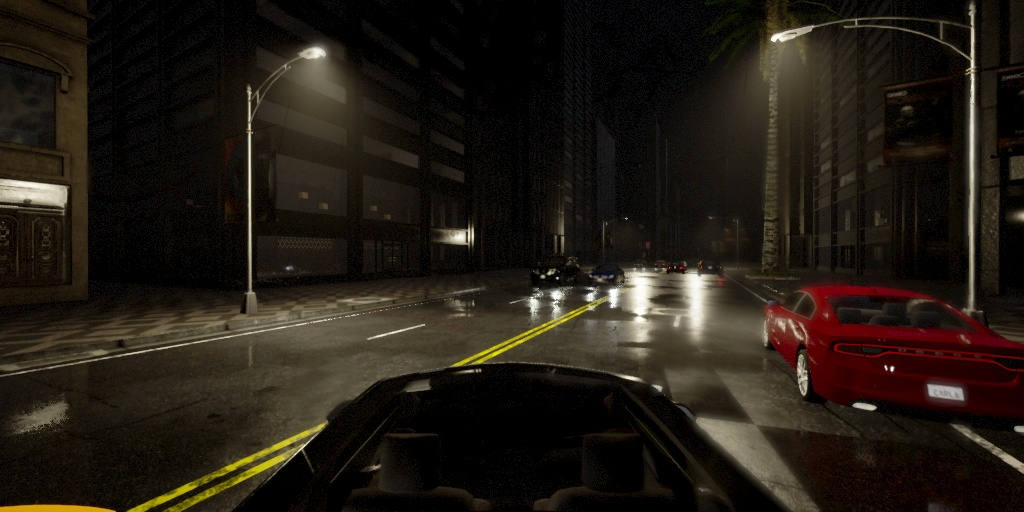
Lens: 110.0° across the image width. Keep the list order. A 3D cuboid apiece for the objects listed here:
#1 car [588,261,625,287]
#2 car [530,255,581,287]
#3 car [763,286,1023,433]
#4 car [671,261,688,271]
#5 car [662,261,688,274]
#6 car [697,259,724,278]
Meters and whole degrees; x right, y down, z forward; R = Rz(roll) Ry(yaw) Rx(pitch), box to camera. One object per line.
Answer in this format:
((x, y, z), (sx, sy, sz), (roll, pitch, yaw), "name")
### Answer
((6.675, 1.282, 25.000), (1.812, 1.442, 4.674), (0, 0, 27), "car")
((3.232, 0.977, 25.412), (2.150, 2.045, 5.566), (0, 0, 27), "car")
((5.512, 1.228, 5.819), (1.882, 1.535, 5.008), (0, 0, 27), "car")
((23.523, 1.380, 50.221), (1.895, 1.301, 4.718), (0, 0, 27), "car")
((18.638, 1.317, 40.721), (2.033, 1.411, 5.357), (0, 0, 27), "car")
((19.280, 1.117, 34.899), (2.097, 1.767, 4.553), (0, 0, 27), "car")
